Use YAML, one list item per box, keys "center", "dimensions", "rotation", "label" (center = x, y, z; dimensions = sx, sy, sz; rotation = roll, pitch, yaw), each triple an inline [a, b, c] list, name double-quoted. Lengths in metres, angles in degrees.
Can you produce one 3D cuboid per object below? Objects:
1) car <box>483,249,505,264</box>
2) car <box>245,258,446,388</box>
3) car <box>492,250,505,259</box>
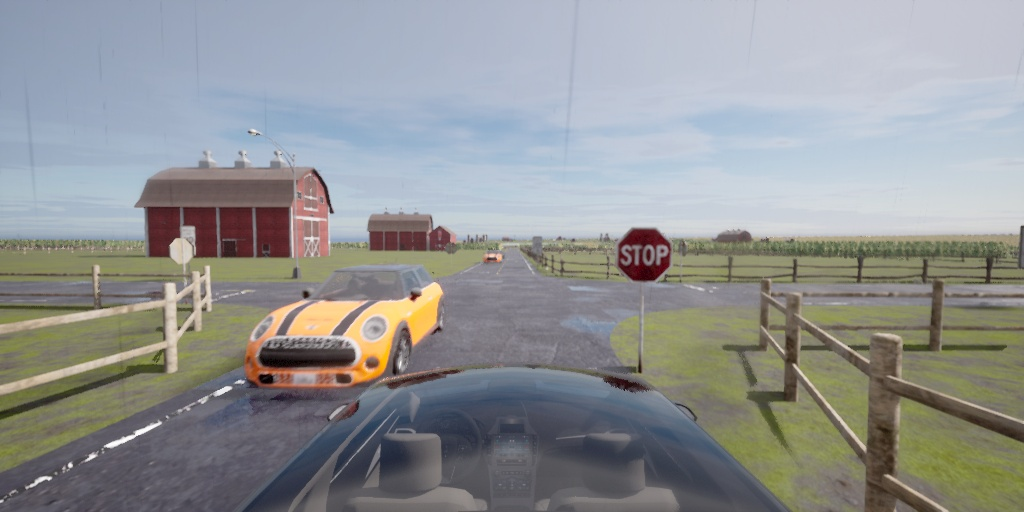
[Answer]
- center: [-2.298, -0.005, 43.298]
  dimensions: [2.097, 1.767, 4.553]
  rotation: [0, 1, 1]
  label: "car"
- center: [-2.696, 0.962, 6.923]
  dimensions: [2.097, 1.767, 4.553]
  rotation: [0, 2, 1]
  label: "car"
- center: [-2.137, -0.236, 57.888]
  dimensions: [1.994, 1.385, 4.181]
  rotation: [0, 2, 1]
  label: "car"
